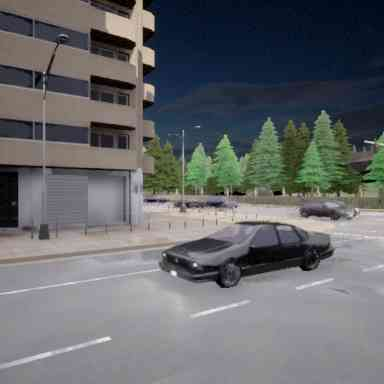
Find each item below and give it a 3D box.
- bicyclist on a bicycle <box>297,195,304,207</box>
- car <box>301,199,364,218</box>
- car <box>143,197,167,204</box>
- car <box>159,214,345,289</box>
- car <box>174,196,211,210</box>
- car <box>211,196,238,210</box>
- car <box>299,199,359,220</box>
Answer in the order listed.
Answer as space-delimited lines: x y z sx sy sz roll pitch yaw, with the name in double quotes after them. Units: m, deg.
15.132 1.245 46.411 1.656 1.620 0.582 0 0 -35 "bicyclist on a bicycle"
12.740 1.436 30.506 2.128 1.511 4.902 0 0 -35 "car"
-7.160 1.545 64.420 4.718 1.301 1.895 0 0 31 "car"
1.784 1.547 9.389 5.357 1.411 2.033 0 0 -34 "car"
-0.317 1.492 43.298 2.033 1.411 5.357 0 0 -35 "car"
3.901 1.297 43.175 2.097 1.767 4.553 0 0 -36 "car"
10.708 1.470 26.638 1.812 1.442 4.674 0 0 -28 "car"
